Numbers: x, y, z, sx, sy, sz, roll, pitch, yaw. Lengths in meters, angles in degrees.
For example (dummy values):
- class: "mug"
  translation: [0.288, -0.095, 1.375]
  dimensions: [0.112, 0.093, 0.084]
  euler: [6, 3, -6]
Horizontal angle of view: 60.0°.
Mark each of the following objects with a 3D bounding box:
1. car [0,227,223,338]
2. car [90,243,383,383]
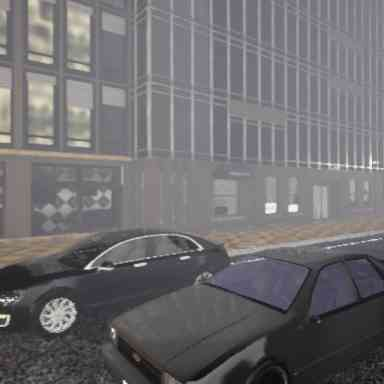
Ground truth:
- class: "car"
  translation: [-1.385, 1.516, 6.714]
  dimensions: [4.892, 1.490, 1.837]
  euler: [0, 0, -36]
- class: "car"
  translation: [1.548, 1.562, 4.813]
  dimensions: [5.357, 1.411, 2.033]
  euler: [0, 0, -36]
